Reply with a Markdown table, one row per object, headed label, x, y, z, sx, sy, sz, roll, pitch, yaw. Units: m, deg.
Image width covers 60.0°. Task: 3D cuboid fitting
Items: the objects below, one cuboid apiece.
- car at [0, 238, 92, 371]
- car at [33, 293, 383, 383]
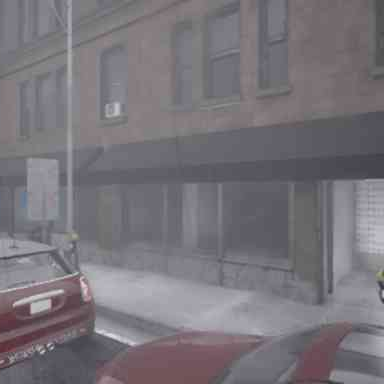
| label | x | y | z | sx | sy | sz | roll | pitch | yaw |
| --- | --- | --- | --- | --- | --- | --- | --- | --- | --- |
| car | -3.465 | 1.455 | 5.280 | 4.097 | 1.590 | 1.967 | 0 | 0 | 35 |
| car | 1.029 | 1.583 | 2.076 | 4.206 | 1.307 | 1.802 | 0 | 0 | 35 |
